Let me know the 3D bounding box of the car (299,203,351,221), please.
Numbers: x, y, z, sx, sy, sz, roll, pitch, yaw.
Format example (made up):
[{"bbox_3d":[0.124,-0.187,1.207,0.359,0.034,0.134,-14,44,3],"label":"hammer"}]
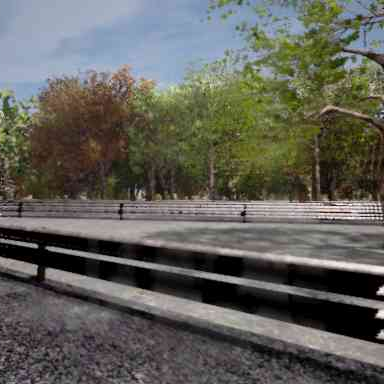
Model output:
[{"bbox_3d":[11.188,1.638,28.177,4.181,1.385,1.994,0,0,14],"label":"car"}]
